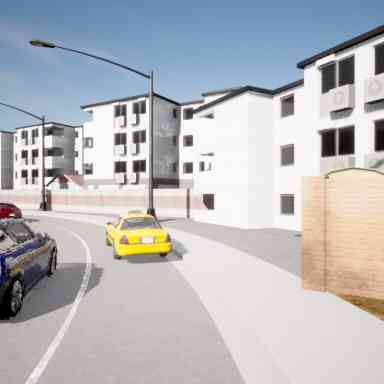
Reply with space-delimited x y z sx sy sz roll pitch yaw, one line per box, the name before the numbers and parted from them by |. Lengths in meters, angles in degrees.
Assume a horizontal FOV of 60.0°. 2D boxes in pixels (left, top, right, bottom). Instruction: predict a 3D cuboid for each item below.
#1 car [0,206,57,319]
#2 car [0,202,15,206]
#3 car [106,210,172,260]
car | -4.455 1.351 7.336 2.097 1.767 4.553 0 0 -11
car | -14.648 1.526 25.649 4.674 1.442 1.812 0 0 45
car | -2.194 1.457 12.607 1.801 1.575 5.366 0 0 -19
